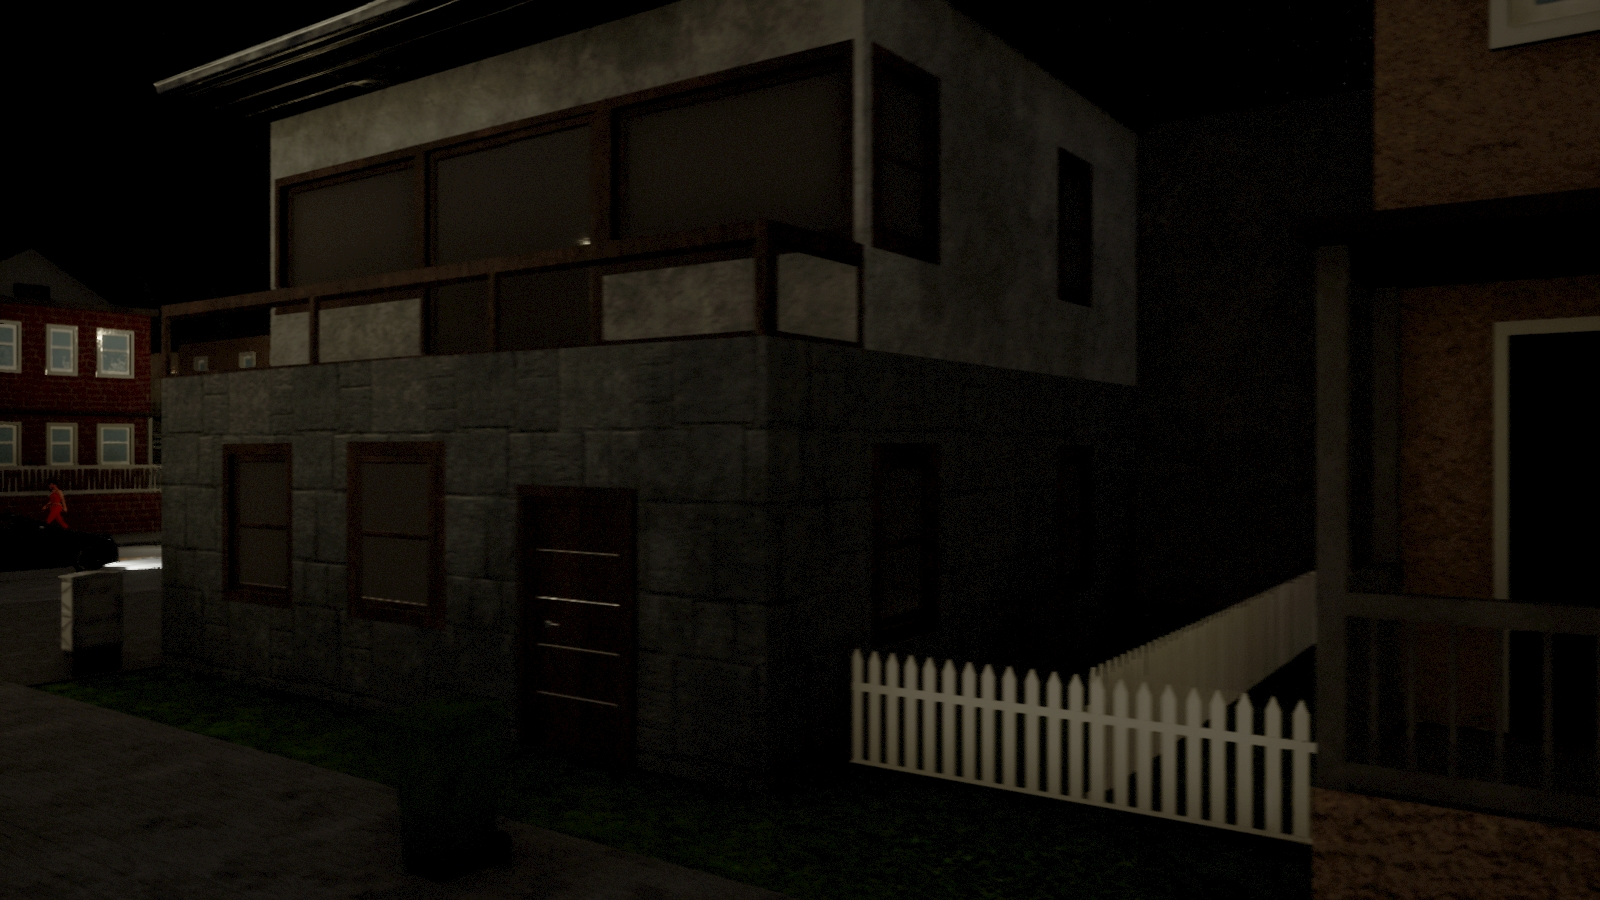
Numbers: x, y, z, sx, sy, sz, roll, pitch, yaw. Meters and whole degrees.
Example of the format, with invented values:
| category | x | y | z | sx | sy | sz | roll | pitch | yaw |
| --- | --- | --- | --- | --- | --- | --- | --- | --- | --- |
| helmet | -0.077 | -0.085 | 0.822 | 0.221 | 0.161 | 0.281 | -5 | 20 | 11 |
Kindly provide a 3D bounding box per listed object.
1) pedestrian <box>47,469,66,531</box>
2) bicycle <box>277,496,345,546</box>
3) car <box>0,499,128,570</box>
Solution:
| category | x | y | z | sx | sy | sz | roll | pitch | yaw |
| --- | --- | --- | --- | --- | --- | --- | --- | --- | --- |
| pedestrian | -22.602 | 1.520 | 34.737 | 0.375 | 1.860 | 0.375 | 0 | 0 | 37 |
| bicycle | -13.464 | 1.943 | 31.513 | 0.329 | 1.271 | 1.835 | 0 | 0 | 35 |
| car | -17.748 | 1.902 | 25.632 | 1.994 | 1.385 | 4.181 | 0 | 0 | 37 |
